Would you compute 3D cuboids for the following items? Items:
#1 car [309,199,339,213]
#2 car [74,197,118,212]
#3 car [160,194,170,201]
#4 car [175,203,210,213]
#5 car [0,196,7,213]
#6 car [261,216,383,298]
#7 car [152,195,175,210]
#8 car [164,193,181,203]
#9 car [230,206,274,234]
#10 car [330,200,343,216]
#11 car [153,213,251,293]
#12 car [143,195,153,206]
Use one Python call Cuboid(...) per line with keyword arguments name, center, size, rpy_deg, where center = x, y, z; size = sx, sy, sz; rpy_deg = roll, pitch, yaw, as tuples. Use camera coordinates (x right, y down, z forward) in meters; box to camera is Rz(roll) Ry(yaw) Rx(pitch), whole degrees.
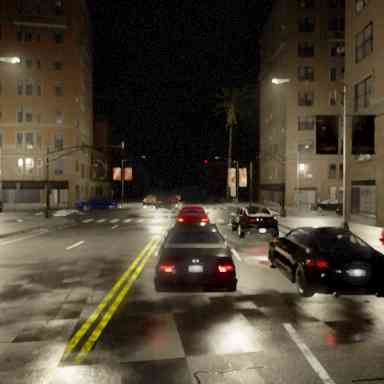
Cuboid(name="car", center=(15.885, 1.582, 37.900), size=(4.902, 1.511, 2.128), rpy_deg=(0, 1, 2))
Cuboid(name="car", center=(-10.892, 1.345, 37.928), size=(5.008, 1.535, 1.882), rpy_deg=(0, 2, -43))
Cuboid(name="car", center=(-6.804, 1.337, 84.499), size=(2.128, 1.511, 4.902), rpy_deg=(0, 0, 0))
Cuboid(name="car", center=(0.034, 1.513, 18.516), size=(1.812, 1.442, 4.674), rpy_deg=(0, 0, 0))
Cuboid(name="car", center=(-20.480, 1.381, 32.015), size=(4.674, 1.442, 1.812), rpy_deg=(0, 1, -8))
Cuboid(name="car", center=(3.278, 1.558, 8.556), size=(1.994, 1.385, 4.181), rpy_deg=(0, 0, 1))
Cuboid(name="car", center=(-3.480, 1.440, 41.147), size=(1.837, 1.490, 4.892), rpy_deg=(1, -1, 0))
Cuboid(name="car", center=(-3.539, 1.438, 60.032), size=(1.882, 1.535, 5.008), rpy_deg=(0, 0, 0))
Cuboid(name="car", center=(3.187, 1.493, 17.470), size=(1.837, 1.490, 4.892), rpy_deg=(0, 0, 0))
Cuboid(name="car", center=(16.098, 1.746, 31.961), size=(4.313, 1.339, 1.947), rpy_deg=(0, 0, 0))
Cuboid(name="car", center=(0.060, 1.541, 8.990), size=(2.033, 1.411, 5.357), rpy_deg=(0, 0, 0))
Cuboid(name="car", center=(-6.784, 1.318, 54.946), size=(2.097, 1.767, 4.553), rpy_deg=(0, 0, 0))
